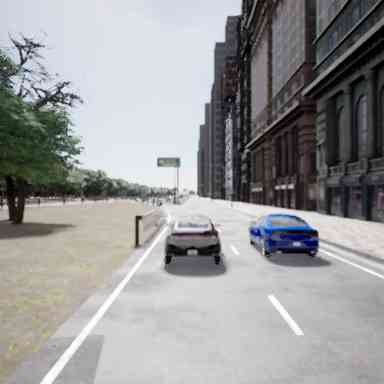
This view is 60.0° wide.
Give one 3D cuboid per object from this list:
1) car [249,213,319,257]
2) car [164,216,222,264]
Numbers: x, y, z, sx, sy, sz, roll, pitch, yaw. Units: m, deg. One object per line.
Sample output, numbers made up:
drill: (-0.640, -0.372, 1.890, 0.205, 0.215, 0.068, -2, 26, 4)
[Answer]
car: (3.556, 1.615, 13.667, 1.882, 1.535, 5.008, 0, 0, 1)
car: (0.044, 1.617, 12.346, 2.128, 1.511, 4.902, 0, -1, 1)
